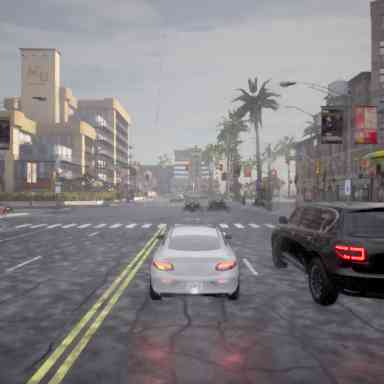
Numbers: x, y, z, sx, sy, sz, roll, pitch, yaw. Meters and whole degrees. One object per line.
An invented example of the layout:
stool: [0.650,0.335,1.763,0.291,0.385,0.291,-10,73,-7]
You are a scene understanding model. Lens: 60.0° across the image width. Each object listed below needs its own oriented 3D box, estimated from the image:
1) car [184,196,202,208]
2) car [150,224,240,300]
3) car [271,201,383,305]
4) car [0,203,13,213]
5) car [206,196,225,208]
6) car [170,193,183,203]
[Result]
car: [0.055,1.599,46.756,1.895,1.301,4.718,0,0,0]
car: [0.061,1.525,8.289,1.812,1.442,4.674,0,0,0]
car: [3.559,1.221,8.232,2.150,2.045,5.566,0,0,0]
car: [-21.151,1.563,34.729,4.181,1.385,1.994,0,0,-1]
car: [3.552,1.350,48.041,2.097,1.767,4.553,0,0,0]
car: [-3.574,1.550,71.265,1.994,1.385,4.181,0,0,0]
